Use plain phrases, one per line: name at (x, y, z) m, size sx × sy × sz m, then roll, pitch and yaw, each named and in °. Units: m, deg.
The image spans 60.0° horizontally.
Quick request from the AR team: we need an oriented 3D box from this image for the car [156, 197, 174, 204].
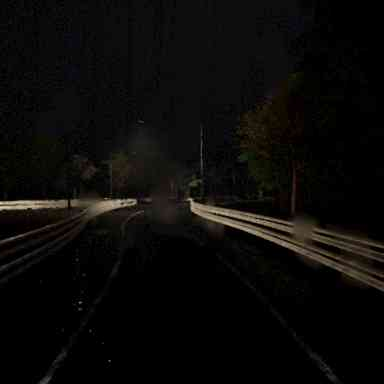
car at (-5.435, 1.739, 67.663) m, size 1.994 × 1.385 × 4.181 m, roll -1°, pitch -1°, yaw 33°
